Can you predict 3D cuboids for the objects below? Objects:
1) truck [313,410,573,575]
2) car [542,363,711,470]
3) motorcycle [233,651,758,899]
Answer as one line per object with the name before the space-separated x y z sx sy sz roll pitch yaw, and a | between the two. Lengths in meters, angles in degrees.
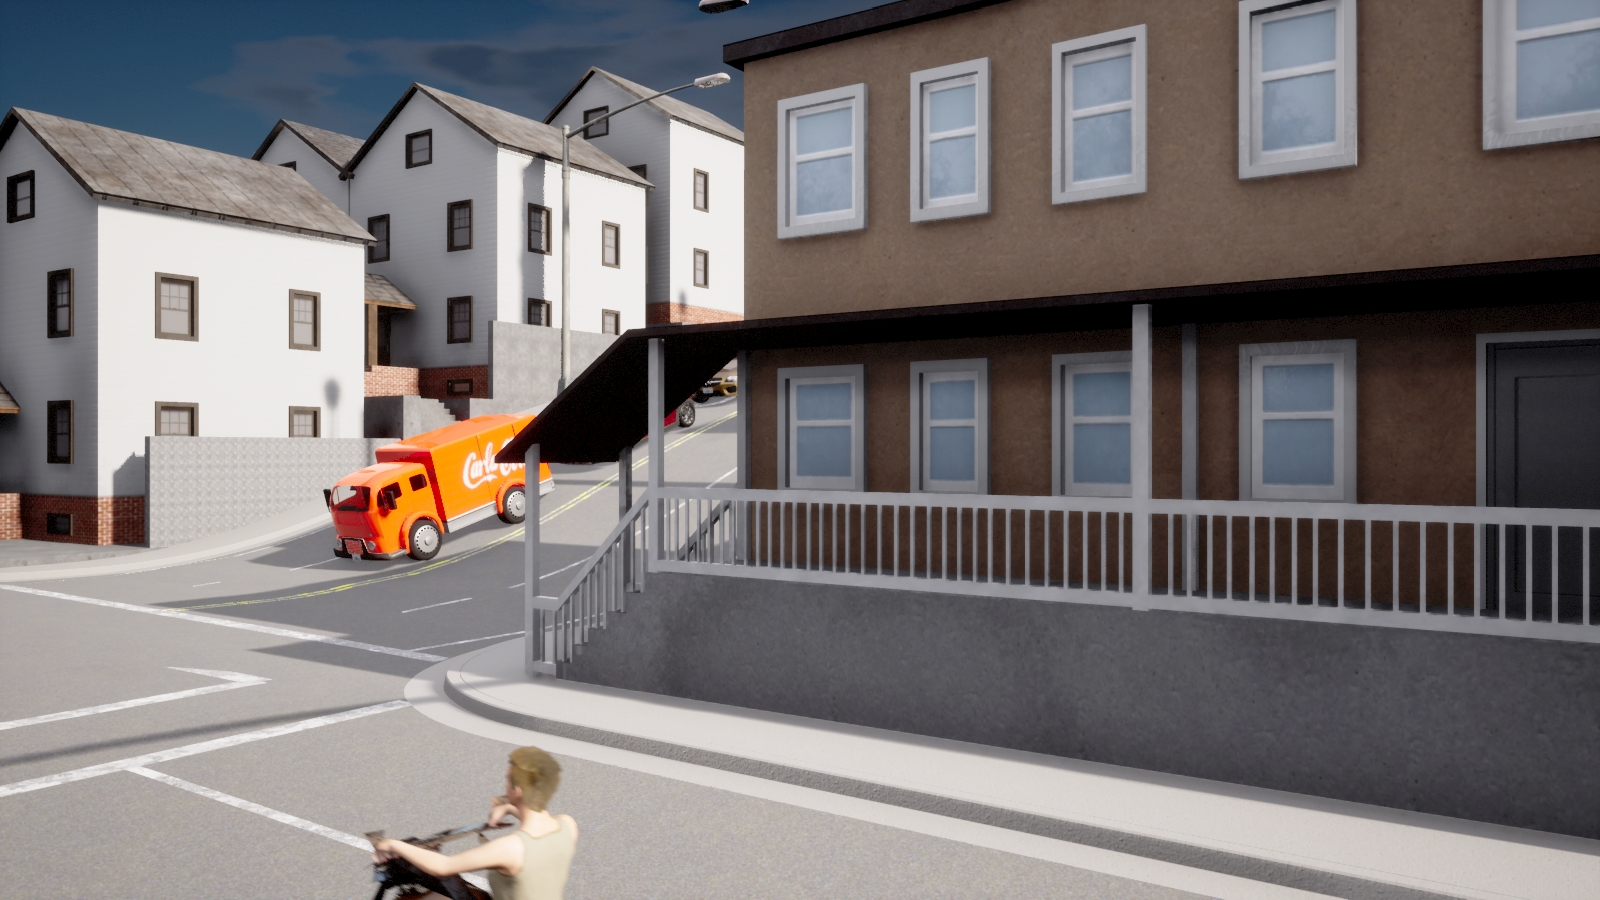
truck | -8.532 0.881 27.907 2.627 2.467 5.204 0 16 34
car | -4.941 -1.040 33.205 2.097 1.767 4.553 0 19 34
motorcycle | -1.342 1.905 4.729 2.356 1.802 0.764 0 0 35
